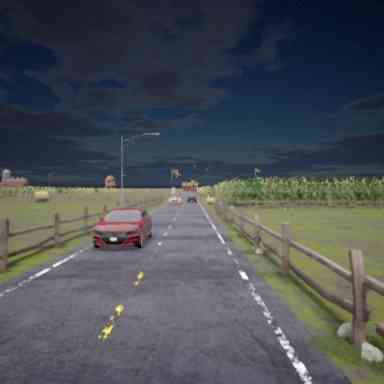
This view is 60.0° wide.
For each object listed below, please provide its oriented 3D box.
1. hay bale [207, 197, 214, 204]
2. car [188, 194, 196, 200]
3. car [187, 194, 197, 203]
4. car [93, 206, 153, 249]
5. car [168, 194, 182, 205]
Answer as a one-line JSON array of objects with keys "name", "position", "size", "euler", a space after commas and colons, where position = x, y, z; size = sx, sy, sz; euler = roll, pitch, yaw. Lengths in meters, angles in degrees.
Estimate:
[{"name": "hay bale", "position": [3.124, 1.467, 56.523], "size": [1.220, 1.180, 1.240], "euler": [1, 1, 0]}, {"name": "car", "position": [-0.010, 1.132, 81.799], "size": [1.895, 1.301, 4.718], "euler": [0, 0, 0]}, {"name": "car", "position": [-0.008, 1.284, 64.030], "size": [1.837, 1.490, 4.892], "euler": [0, 0, 0]}, {"name": "car", "position": [-2.851, 1.435, 14.571], "size": [1.882, 1.535, 5.008], "euler": [0, 0, 0]}, {"name": "car", "position": [-2.813, 1.165, 56.075], "size": [2.097, 1.767, 4.553], "euler": [0, 0, 0]}]
